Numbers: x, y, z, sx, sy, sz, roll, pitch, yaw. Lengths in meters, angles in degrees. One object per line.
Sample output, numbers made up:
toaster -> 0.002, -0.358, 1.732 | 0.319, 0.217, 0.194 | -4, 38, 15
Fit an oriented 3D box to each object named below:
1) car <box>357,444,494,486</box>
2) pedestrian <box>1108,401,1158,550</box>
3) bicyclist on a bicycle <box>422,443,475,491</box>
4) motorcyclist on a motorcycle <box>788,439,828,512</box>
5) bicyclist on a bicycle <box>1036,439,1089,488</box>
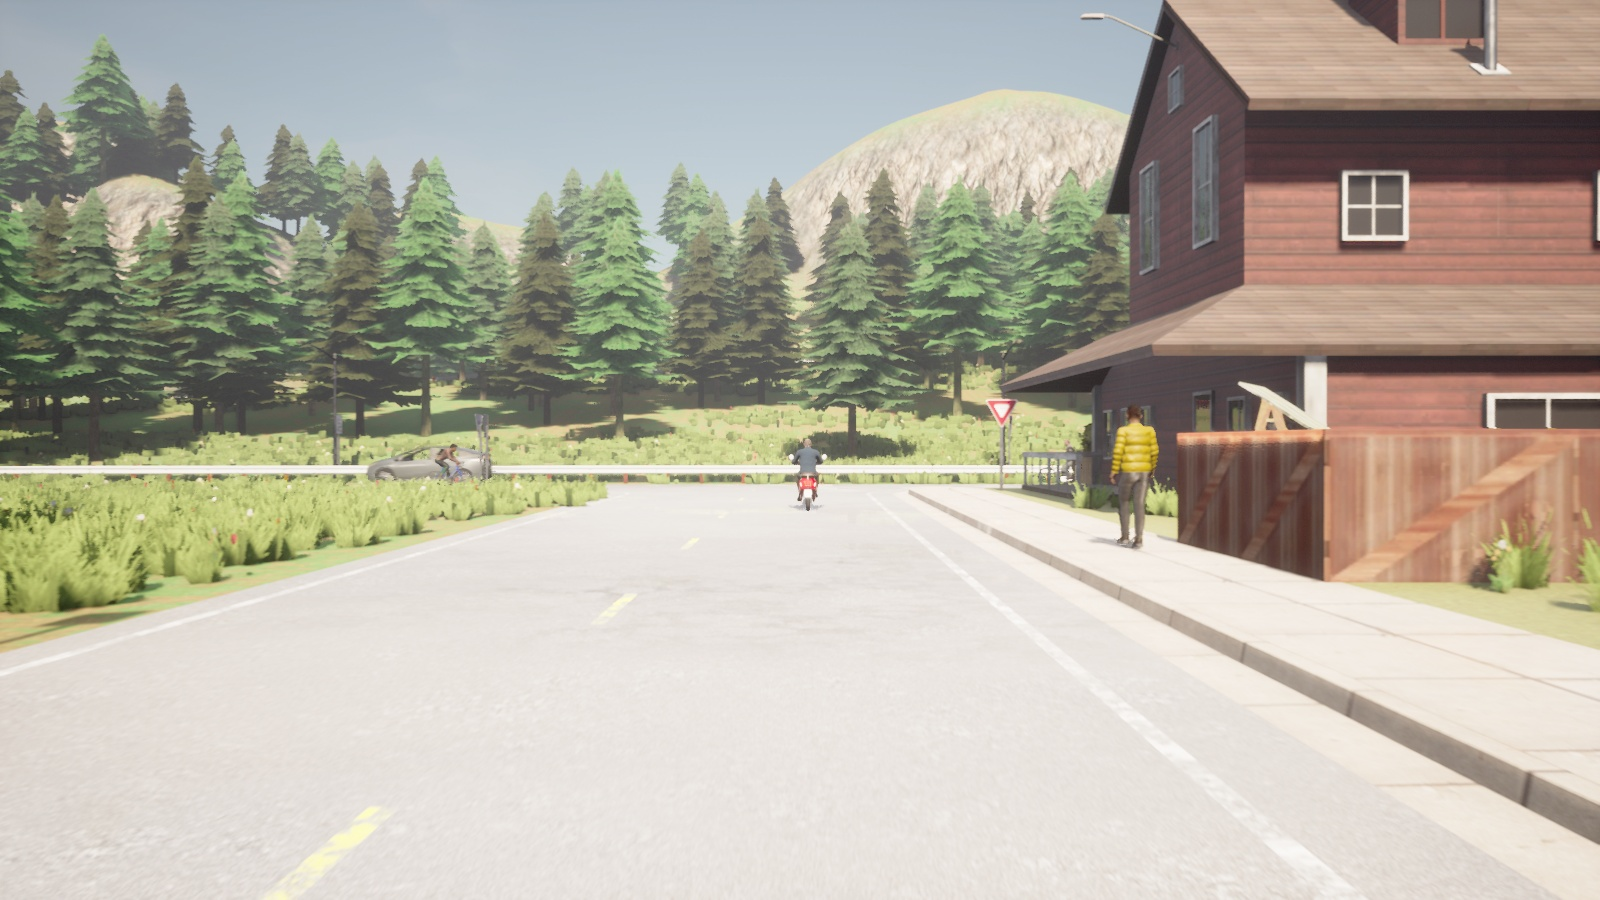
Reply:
car -> -13.931, 0.558, 46.890 | 4.514, 1.525, 2.007 | 0, 0, 0
pedestrian -> 4.219, 0.315, 15.937 | 0.431, 1.840, 0.709 | 0, 0, -1
bicyclist on a bicycle -> -12.133, 0.585, 43.341 | 1.656, 1.620, 0.582 | 1, 0, 1
motorcyclist on a motorcycle -> 0.176, 0.541, 28.207 | 0.866, 1.590, 1.817 | 0, 0, 0
bicyclist on a bicycle -> 9.770, 0.501, 46.758 | 1.843, 1.776, 0.659 | 1, 0, 0
